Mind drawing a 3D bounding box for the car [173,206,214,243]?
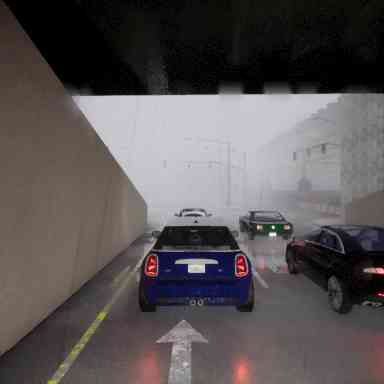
[{"bbox_3d":[0.065,1.526,16.961,1.812,1.442,4.674,0,0,0],"label":"car"}]

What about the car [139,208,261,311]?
[{"bbox_3d":[0.082,1.352,7.910,2.097,1.767,4.553,0,0,0],"label":"car"}]

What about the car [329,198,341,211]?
[{"bbox_3d":[17.406,1.453,34.753,2.038,1.542,4.974,0,0,-35],"label":"car"}]

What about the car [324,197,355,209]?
[{"bbox_3d":[17.543,1.295,39.397,1.853,1.218,4.536,0,0,45],"label":"car"}]

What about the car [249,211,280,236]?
[{"bbox_3d":[3.587,1.601,16.970,1.895,1.301,4.718,0,0,0],"label":"car"}]

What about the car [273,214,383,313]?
[{"bbox_3d":[3.581,1.492,7.644,2.128,1.511,4.902,0,0,0],"label":"car"}]

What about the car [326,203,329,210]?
[{"bbox_3d":[17.507,1.453,39.360,2.038,1.542,4.974,0,0,45],"label":"car"}]
